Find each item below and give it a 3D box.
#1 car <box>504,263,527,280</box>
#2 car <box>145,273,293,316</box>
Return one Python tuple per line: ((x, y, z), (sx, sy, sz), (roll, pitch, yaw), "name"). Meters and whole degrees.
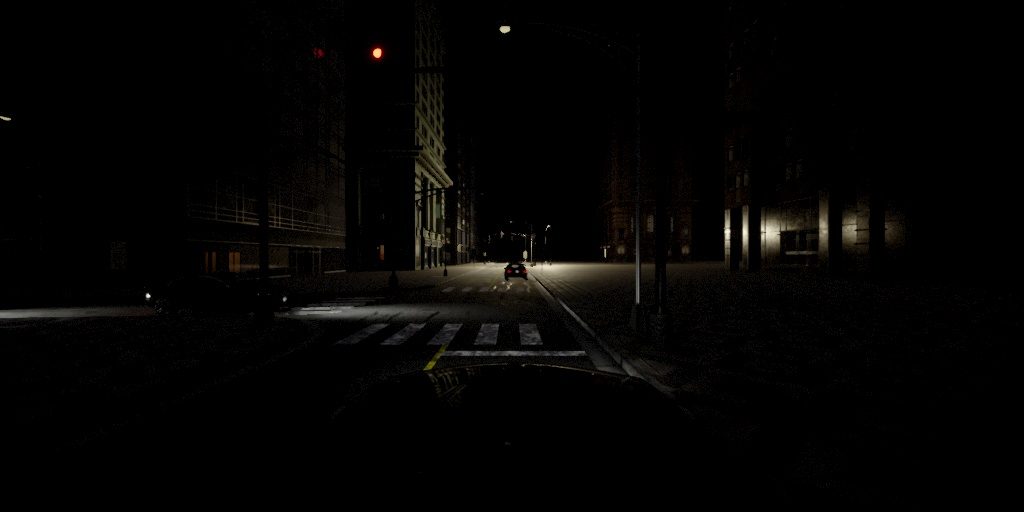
((0.311, 1.297, 31.147), (2.033, 1.411, 5.357), (0, 0, -2), "car")
((-10.893, 1.382, 13.494), (4.902, 1.511, 2.128), (-1, 0, 4), "car")
